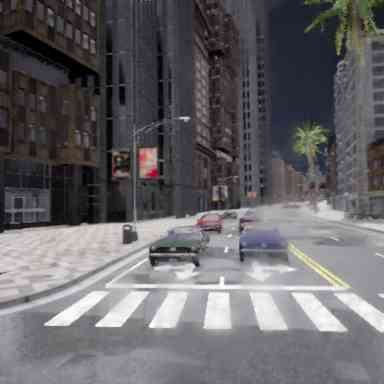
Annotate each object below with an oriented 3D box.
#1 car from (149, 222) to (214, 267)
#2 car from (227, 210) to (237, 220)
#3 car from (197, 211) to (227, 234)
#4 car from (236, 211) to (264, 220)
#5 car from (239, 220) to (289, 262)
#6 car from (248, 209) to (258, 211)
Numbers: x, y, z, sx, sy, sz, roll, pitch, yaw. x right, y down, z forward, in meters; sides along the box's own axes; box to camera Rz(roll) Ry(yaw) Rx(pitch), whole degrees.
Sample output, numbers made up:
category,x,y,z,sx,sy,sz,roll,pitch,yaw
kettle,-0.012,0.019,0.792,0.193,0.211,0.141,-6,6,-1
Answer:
category,x,y,z,sx,sy,sz,roll,pitch,yaw
car,-0.345,2.154,13.795,1.895,1.301,4.718,-1,-2,8
car,5.619,3.309,48.540,1.994,1.385,4.181,-1,-2,12
car,1.544,2.496,26.951,1.882,1.535,5.008,-1,-1,9
car,4.833,2.525,26.904,1.994,1.385,4.181,-1,-2,9
car,3.033,2.123,14.423,1.895,1.301,4.718,-1,-2,10
car,8.886,3.173,48.294,2.128,1.511,4.902,-1,-2,12
